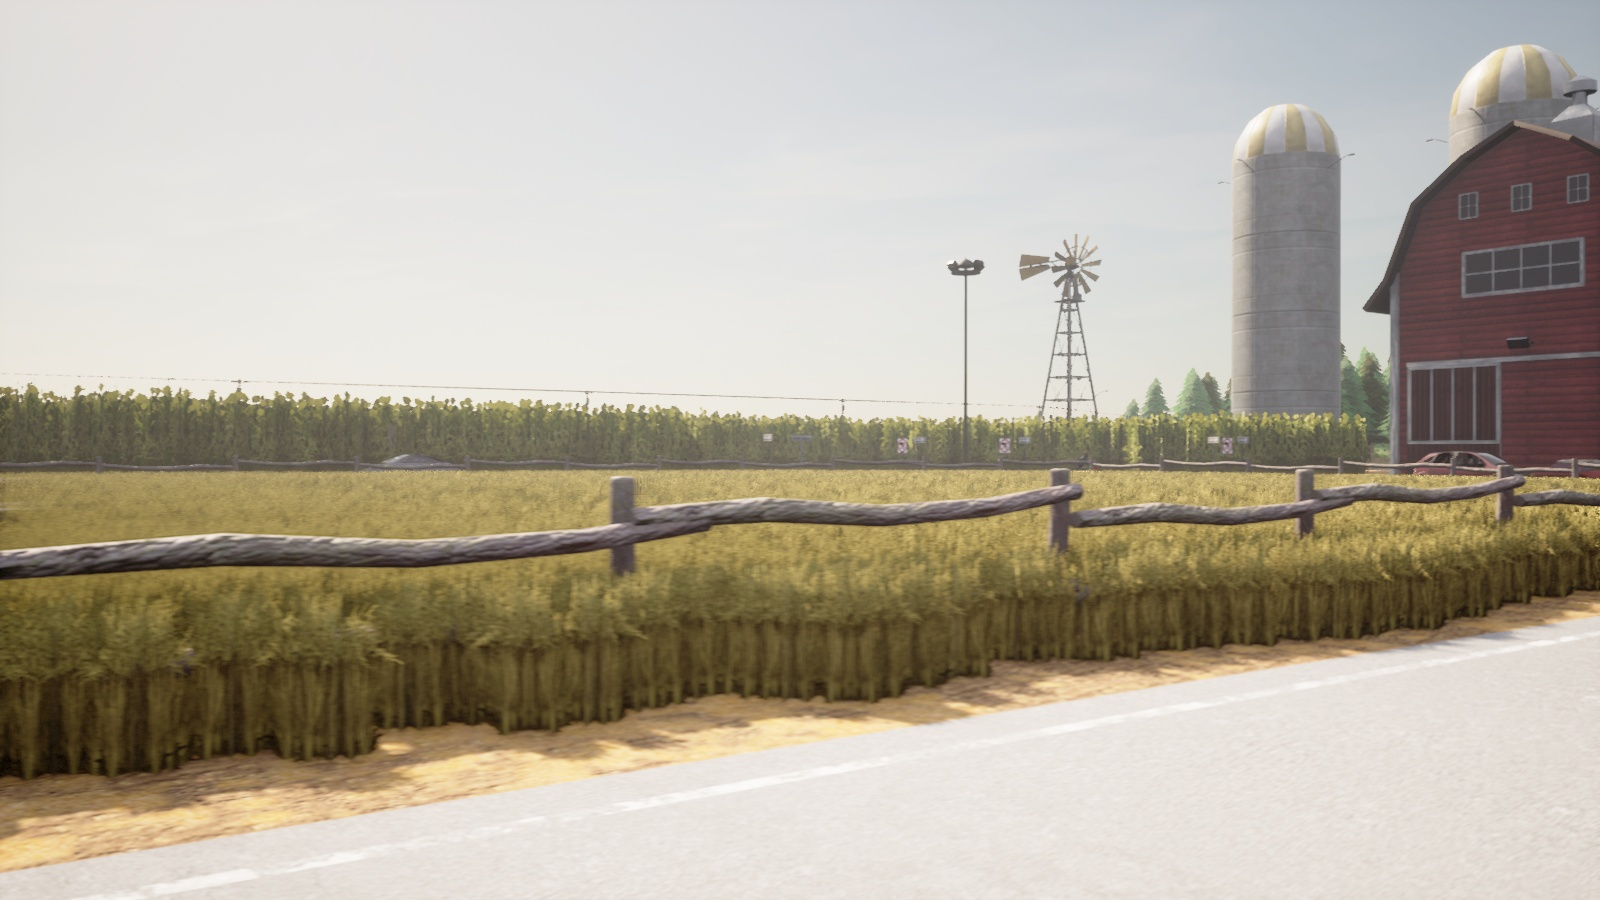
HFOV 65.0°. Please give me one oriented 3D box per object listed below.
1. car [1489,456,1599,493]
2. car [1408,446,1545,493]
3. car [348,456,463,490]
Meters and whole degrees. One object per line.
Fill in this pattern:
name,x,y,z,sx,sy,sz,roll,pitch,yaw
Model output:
car,28.334,0.885,46.341,1.895,1.301,4.718,0,0,-38
car,24.490,0.690,45.555,1.851,1.617,3.988,0,0,-38
car,-16.350,0.930,52.098,4.181,1.385,1.994,0,0,-35
